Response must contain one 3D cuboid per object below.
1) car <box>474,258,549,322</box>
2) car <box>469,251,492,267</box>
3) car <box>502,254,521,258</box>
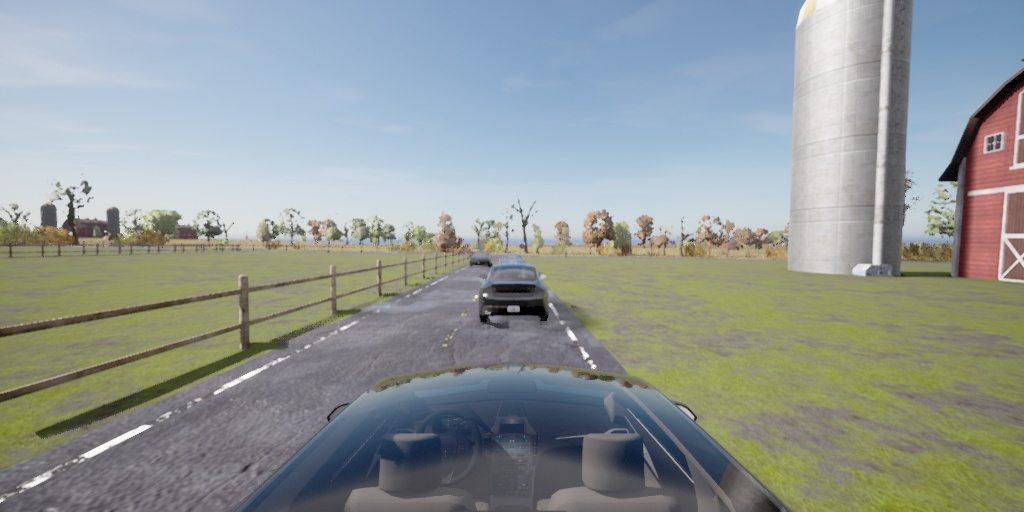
[{"bbox_3d":[0.041,0.972,11.022,1.837,1.490,4.892,0,1,0],"label":"car"},{"bbox_3d":[-2.976,0.241,34.730,1.882,1.535,5.008,0,2,0],"label":"car"},{"bbox_3d":[-0.013,0.519,27.690,2.033,1.411,5.357,0,2,0],"label":"car"}]
